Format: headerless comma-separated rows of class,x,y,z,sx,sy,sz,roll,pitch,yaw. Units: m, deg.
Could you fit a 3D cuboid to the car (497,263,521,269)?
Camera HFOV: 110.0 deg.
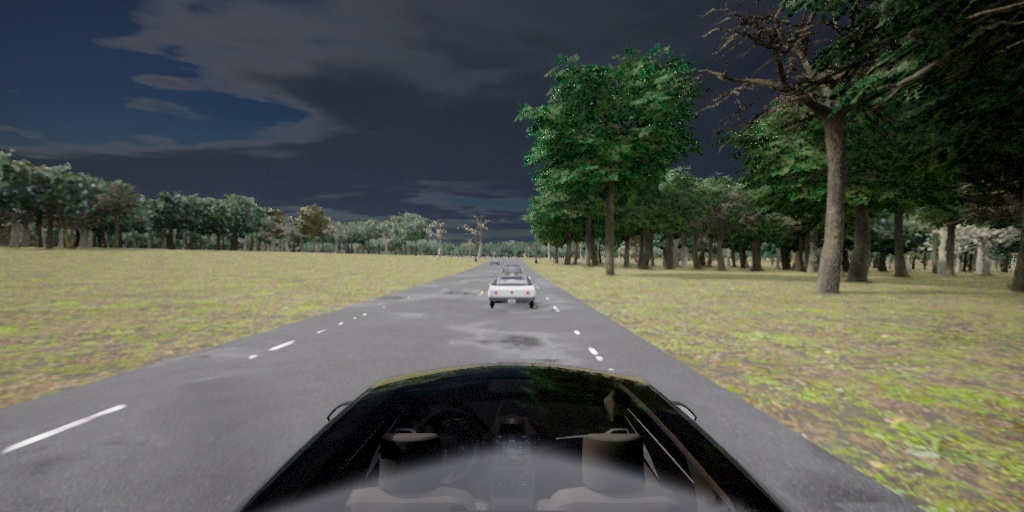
car,-0.005,1.457,30.824,2.033,1.411,5.357,0,0,0

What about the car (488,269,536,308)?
car,-0.001,1.453,15.944,1.895,1.301,4.718,0,0,0
